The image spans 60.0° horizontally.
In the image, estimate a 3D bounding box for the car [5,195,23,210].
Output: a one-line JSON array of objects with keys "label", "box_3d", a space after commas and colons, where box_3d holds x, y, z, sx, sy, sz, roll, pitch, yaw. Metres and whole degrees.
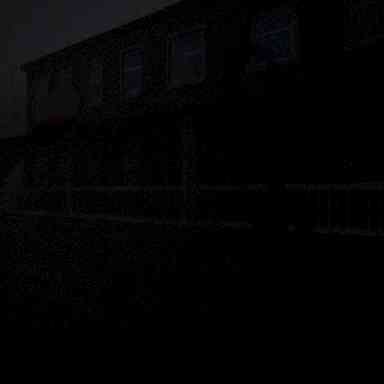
[{"label": "car", "box_3d": [-15.397, 1.052, 27.943, 1.994, 1.385, 4.181, 0, 15, 34]}]
